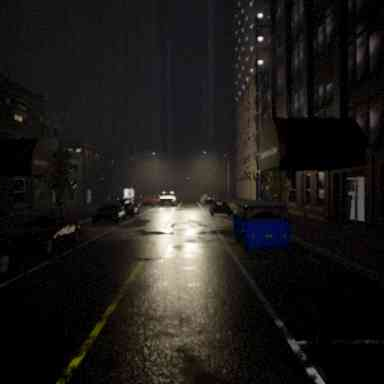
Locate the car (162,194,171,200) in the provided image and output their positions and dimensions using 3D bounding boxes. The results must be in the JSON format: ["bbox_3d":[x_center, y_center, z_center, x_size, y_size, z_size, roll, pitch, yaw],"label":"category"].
[{"bbox_3d":[-6.394,1.174,84.852,1.947,1.339,4.313,-1,0,0],"label":"car"}]

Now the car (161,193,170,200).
[{"bbox_3d":[-6.295,1.075,79.329,1.967,1.590,4.097,-1,0,0],"label":"car"}]

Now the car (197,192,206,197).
[{"bbox_3d":[2.252,1.200,57.470,1.752,1.417,4.829,-1,0,0],"label":"car"}]

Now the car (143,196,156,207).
[{"bbox_3d":[-6.042,1.383,46.186,1.802,1.307,4.206,-1,0,0],"label":"car"}]

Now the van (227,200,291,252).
[{"bbox_3d":[2.585,1.247,13.107,1.690,1.788,3.998,-1,0,0],"label":"van"}]

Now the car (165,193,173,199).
[{"bbox_3d":[-6.538,1.106,94.528,1.887,1.381,4.507,-1,0,0],"label":"car"}]

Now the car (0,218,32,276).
[{"bbox_3d":[-5.750,1.555,7.518,2.008,1.369,4.403,-1,0,0],"label":"car"}]

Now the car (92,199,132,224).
[{"bbox_3d":[-5.875,1.482,24.089,1.947,1.339,4.313,-1,0,0],"label":"car"}]

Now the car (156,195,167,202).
[{"bbox_3d":[-6.209,1.271,68.282,1.802,1.307,4.206,-1,0,0],"label":"car"}]

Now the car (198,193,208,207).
[{"bbox_3d":[2.337,1.283,46.253,2.008,1.369,4.403,-1,0,0],"label":"car"}]

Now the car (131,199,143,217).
[{"bbox_3d":[-5.918,1.327,29.613,1.967,1.590,4.097,-1,0,0],"label":"car"}]

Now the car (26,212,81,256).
[{"bbox_3d":[-5.792,1.519,13.042,1.887,1.381,4.507,-1,0,0],"label":"car"}]

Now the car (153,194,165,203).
[{"bbox_3d":[-6.169,1.157,62.757,1.967,1.590,4.097,-1,0,0],"label":"car"}]

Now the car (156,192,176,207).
[{"bbox_3d":[-3.348,1.003,45.977,2.150,2.045,5.566,0,0,0],"label":"car"}]

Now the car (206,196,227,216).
[{"bbox_3d":[2.461,1.343,29.849,1.752,1.417,4.829,-1,0,0],"label":"car"}]
